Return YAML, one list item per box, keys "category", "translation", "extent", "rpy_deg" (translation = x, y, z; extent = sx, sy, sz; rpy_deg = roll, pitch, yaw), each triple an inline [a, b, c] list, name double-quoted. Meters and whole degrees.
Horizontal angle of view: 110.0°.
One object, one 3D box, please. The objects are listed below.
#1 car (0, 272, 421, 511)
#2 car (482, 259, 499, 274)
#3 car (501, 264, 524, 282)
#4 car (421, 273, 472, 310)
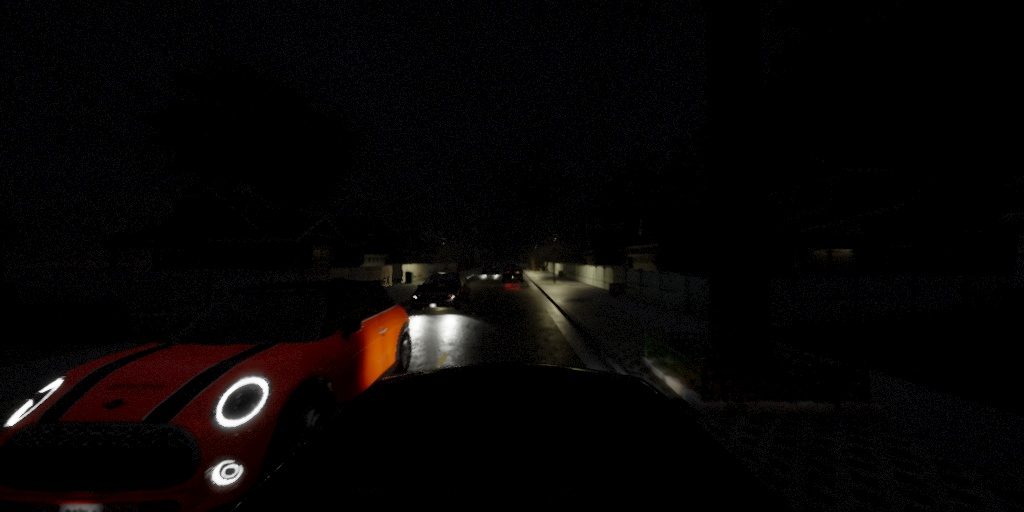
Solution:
- category: "car"
  translation: [-2.853, 1.131, 4.620]
  extent: [2.097, 1.767, 4.553]
  rpy_deg: [0, -1, 0]
- category: "car"
  translation: [-2.919, 1.437, 49.368]
  extent: [2.150, 2.045, 5.566]
  rpy_deg: [0, 0, 0]
- category: "car"
  translation: [0.054, 1.555, 32.612]
  extent: [1.837, 1.490, 4.892]
  rpy_deg: [0, -1, -1]
- category: "car"
  translation: [-2.865, 1.434, 15.659]
  extent: [2.033, 1.411, 5.357]
  rpy_deg: [0, -1, 0]
